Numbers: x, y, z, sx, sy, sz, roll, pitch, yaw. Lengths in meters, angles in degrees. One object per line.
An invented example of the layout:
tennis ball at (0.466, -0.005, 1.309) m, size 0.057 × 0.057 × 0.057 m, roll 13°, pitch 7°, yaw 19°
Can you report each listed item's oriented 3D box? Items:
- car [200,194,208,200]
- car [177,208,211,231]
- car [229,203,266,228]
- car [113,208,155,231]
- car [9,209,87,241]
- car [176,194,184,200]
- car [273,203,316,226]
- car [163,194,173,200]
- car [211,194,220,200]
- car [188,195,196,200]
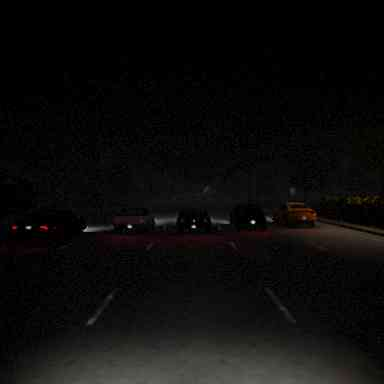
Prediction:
car at (3.489, 1.630, 94.643) m, size 1.895 × 1.301 × 4.718 m, roll 0°, pitch 0°, yaw 0°
car at (0.098, 1.610, 20.405) m, size 1.895 × 1.301 × 4.718 m, roll 0°, pitch 0°, yaw 0°
car at (3.597, 1.514, 22.014) m, size 1.837 × 1.490 × 4.892 m, roll 0°, pitch 0°, yaw 0°
car at (-3.402, 1.610, 20.405) m, size 1.895 × 1.301 × 4.718 m, roll 0°, pitch 0°, yaw 0°
car at (-6.902, 1.555, 16.556) m, size 2.033 × 1.411 × 5.357 m, roll 0°, pitch 0°, yaw 0°
car at (-3.511, 1.630, 94.642) m, size 1.895 × 1.301 × 4.718 m, roll 0°, pitch 0°, yaw 0°
car at (7.098, 1.488, 23.510) m, size 1.882 × 1.535 × 5.008 m, roll 0°, pitch 0°, yaw 0°
car at (-7.011, 1.391, 95.381) m, size 2.097 × 1.767 × 4.553 m, roll 0°, pitch 0°, yaw 0°
car at (6.989, 1.575, 94.613) m, size 2.033 × 1.411 × 5.357 m, roll 0°, pitch 0°, yaw 0°
car at (-0.011, 1.560, 95.029) m, size 1.812 × 1.442 × 4.674 m, roll 0°, pitch 0°, yaw 0°
